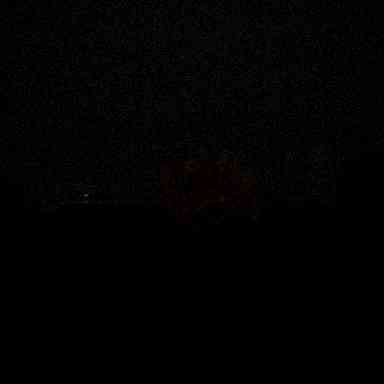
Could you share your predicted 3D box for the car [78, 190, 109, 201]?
[{"bbox_3d":[-14.858,0.510,50.321,2.097,1.767,4.553,1,0,36],"label":"car"}]
